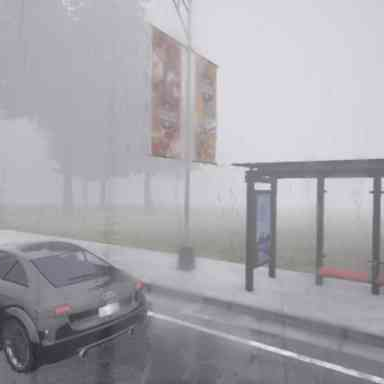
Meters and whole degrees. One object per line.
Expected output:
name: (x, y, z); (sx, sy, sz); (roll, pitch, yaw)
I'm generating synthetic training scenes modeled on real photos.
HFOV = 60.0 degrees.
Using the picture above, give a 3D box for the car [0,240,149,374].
car: (-2.746, 1.540, 5.643); (4.181, 1.385, 1.994); (0, 0, 35)
